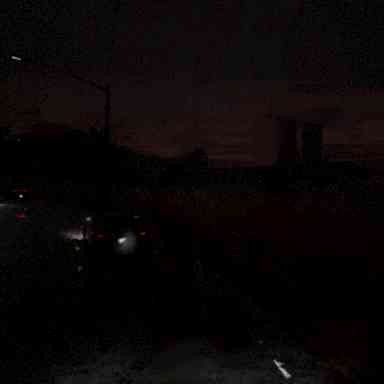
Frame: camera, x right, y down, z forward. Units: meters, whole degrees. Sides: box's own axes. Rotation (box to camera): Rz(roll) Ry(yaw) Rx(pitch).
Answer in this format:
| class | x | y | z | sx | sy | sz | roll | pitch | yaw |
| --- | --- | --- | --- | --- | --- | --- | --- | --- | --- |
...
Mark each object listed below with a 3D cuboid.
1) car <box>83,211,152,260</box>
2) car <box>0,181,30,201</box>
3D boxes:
| class | x | y | z | sx | sy | sz | roll | pitch | yaw |
| --- | --- | --- | --- | --- | --- | --- | --- | --- | --- |
| car | -2.813 | 1.385 | 12.036 | 1.994 | 1.385 | 4.181 | 0 | 2 | -21 |
| car | -15.587 | -0.175 | 28.333 | 4.892 | 1.490 | 1.837 | 8 | 5 | 40 |
